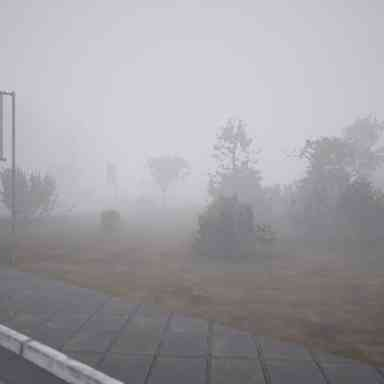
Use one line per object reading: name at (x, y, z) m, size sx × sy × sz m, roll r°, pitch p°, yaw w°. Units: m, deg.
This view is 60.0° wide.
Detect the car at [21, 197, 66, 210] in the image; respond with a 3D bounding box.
car at (-19.552, 1.481, 43.952) m, size 2.128 × 1.511 × 4.902 m, roll 0°, pitch 0°, yaw 39°

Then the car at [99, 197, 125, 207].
car at (-10.559, 1.469, 49.534) m, size 2.033 × 1.411 × 5.357 m, roll 0°, pitch 1°, yaw 39°

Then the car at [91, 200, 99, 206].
car at (-13.227, 1.521, 51.800) m, size 1.895 × 1.301 × 4.718 m, roll 0°, pitch 1°, yaw 39°

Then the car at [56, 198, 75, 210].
car at (-17.021, 1.482, 41.513) m, size 2.128 × 1.511 × 4.902 m, roll 0°, pitch 0°, yaw 39°

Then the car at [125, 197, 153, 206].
car at (-6.943, 1.435, 48.135) m, size 1.812 × 1.442 × 4.674 m, roll 0°, pitch 1°, yaw 39°
